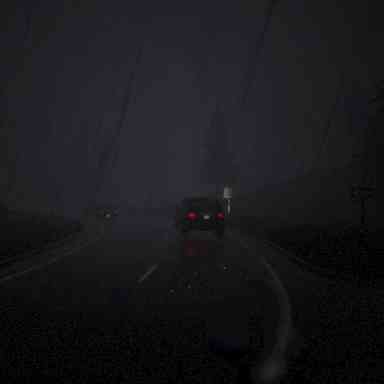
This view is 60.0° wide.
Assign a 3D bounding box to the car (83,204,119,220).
[{"bbox_3d":[-8.153,1.698,29.499,1.895,1.301,4.718,1,0,-34],"label":"car"}]

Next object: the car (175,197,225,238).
[{"bbox_3d":[0.325,1.322,18.719,2.150,2.045,5.566,1,0,-8],"label":"car"}]
